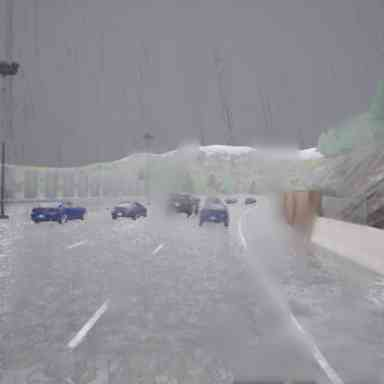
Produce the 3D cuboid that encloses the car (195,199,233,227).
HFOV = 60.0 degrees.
[{"bbox_3d":[1.668,1.507,23.530,1.882,1.535,5.008,0,0,8],"label":"car"}]

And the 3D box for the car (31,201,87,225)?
[{"bbox_3d":[-9.010,1.357,23.037,1.882,1.535,5.008,0,0,8],"label":"car"}]

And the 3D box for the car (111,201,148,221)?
[{"bbox_3d":[-4.934,1.463,26.630,1.812,1.442,4.674,1,0,9],"label":"car"}]

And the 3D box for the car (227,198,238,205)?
[{"bbox_3d":[7.664,1.725,63.764,1.895,1.301,4.718,1,0,16],"label":"car"}]

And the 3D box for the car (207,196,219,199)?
[{"bbox_3d":[4.051,1.551,63.857,1.882,1.535,5.008,1,0,16],"label":"car"}]

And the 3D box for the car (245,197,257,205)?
[{"bbox_3d":[11.223,1.680,63.418,1.837,1.490,4.892,1,0,16],"label":"car"}]

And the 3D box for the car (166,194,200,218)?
[{"bbox_3d":[-0.780,1.219,30.790,2.150,2.045,5.566,0,0,11],"label":"car"}]

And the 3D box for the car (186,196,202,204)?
[{"bbox_3d":[0.377,1.586,63.726,1.994,1.385,4.181,1,0,16],"label":"car"}]
